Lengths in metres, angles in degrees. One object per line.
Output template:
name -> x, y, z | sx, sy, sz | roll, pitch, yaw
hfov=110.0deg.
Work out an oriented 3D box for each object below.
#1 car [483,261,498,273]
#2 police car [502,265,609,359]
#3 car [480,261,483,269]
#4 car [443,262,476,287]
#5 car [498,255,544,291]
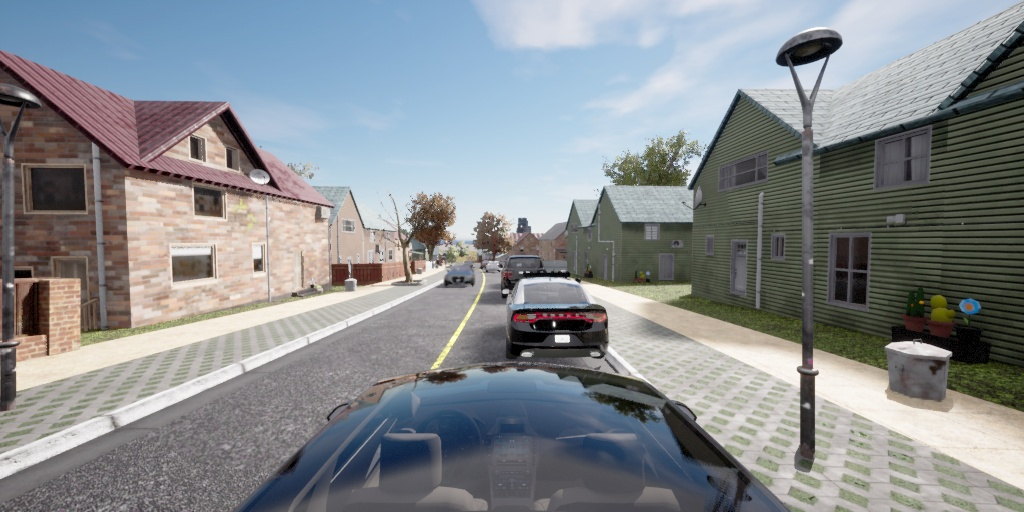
car -> -2.540, 1.410, 47.603 | 1.812, 1.442, 4.674 | 0, 0, -6
police car -> 0.799, 1.174, 8.547 | 1.930, 1.638, 5.238 | 0, 0, -1
car -> -4.421, 1.508, 61.482 | 1.812, 1.442, 4.674 | 0, 0, -9
car -> -3.505, 1.356, 24.637 | 1.994, 1.385, 4.181 | 0, 0, -3
car -> 0.520, 0.987, 18.528 | 2.150, 2.045, 5.566 | 0, 0, -2
